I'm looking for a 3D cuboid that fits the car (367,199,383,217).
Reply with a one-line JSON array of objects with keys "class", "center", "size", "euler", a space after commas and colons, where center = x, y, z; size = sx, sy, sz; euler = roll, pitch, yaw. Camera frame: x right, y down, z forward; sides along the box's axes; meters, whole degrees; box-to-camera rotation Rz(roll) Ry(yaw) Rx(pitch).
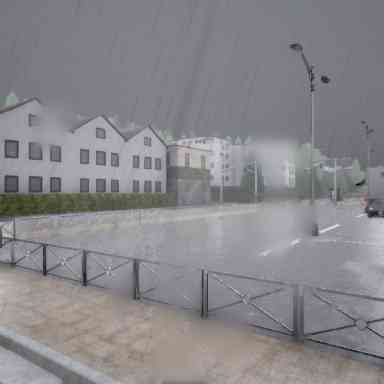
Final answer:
[{"class": "car", "center": [15.439, 1.298, 26.800], "size": [2.007, 1.523, 4.514], "euler": [0, 0, 35]}]
